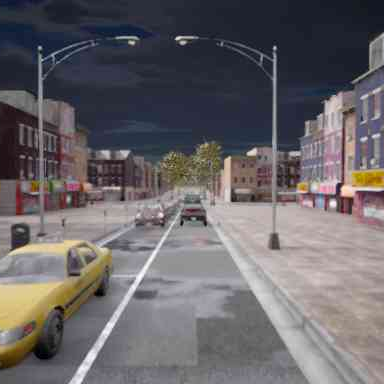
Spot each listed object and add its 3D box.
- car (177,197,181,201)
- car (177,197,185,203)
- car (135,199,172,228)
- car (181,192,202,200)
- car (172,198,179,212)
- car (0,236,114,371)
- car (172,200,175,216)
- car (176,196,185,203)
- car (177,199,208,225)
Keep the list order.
[{"bbox_3d":[-2.651,1.640,38.814,2.008,1.369,4.403,-2,0,0],"label":"car"},{"bbox_3d":[-2.643,1.870,81.852,1.752,1.417,4.829,-2,0,0],"label":"car"},{"bbox_3d":[-2.656,1.467,22.471,1.967,1.590,4.097,-2,0,0],"label":"car"},{"bbox_3d":[0.107,1.325,42.229,2.150,2.045,5.566,0,0,0],"label":"car"},{"bbox_3d":[-2.651,1.616,33.365,2.008,1.369,4.403,-2,0,0],"label":"car"},{"bbox_3d":[-2.656,1.525,5.959,1.752,1.417,4.829,-1,0,0],"label":"car"},{"bbox_3d":[-2.649,1.627,27.913,1.802,1.307,4.206,-1,0,0],"label":"car"},{"bbox_3d":[-2.648,1.753,76.486,1.967,1.590,4.097,-2,0,0],"label":"car"},{"bbox_3d":[0.107,1.536,24.506,1.837,1.490,4.892,0,0,0],"label":"car"}]
